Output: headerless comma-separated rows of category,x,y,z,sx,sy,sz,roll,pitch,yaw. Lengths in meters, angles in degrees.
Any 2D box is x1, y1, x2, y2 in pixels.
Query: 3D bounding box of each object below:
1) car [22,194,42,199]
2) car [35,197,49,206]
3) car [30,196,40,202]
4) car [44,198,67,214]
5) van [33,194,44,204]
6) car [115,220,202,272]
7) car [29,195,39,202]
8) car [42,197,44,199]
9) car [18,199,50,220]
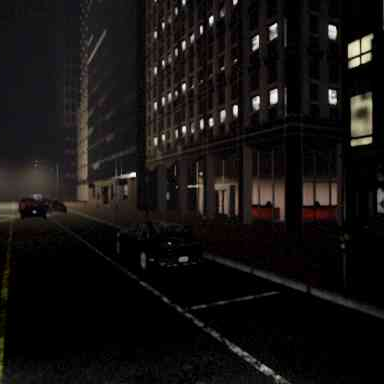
car,-19.357,1.411,39.342,2.097,1.767,4.553,0,0,-28
car,-25.278,1.607,56.025,1.887,1.381,4.507,1,0,-28
car,-35.294,1.637,74.853,1.802,1.307,4.206,1,0,-28
car,-14.677,1.582,36.098,1.752,1.417,4.829,1,0,-28
van,-30.300,1.400,65.470,1.690,1.788,3.998,1,0,-28
car,-1.247,1.573,10.852,2.008,1.369,4.403,0,0,-28
car,-37.868,1.575,79.694,1.752,1.417,4.829,1,0,-28
car,-17.268,1.626,40.968,1.947,1.339,4.313,1,0,-28
car,-13.886,1.614,29.071,1.994,1.385,4.181,0,0,-28
